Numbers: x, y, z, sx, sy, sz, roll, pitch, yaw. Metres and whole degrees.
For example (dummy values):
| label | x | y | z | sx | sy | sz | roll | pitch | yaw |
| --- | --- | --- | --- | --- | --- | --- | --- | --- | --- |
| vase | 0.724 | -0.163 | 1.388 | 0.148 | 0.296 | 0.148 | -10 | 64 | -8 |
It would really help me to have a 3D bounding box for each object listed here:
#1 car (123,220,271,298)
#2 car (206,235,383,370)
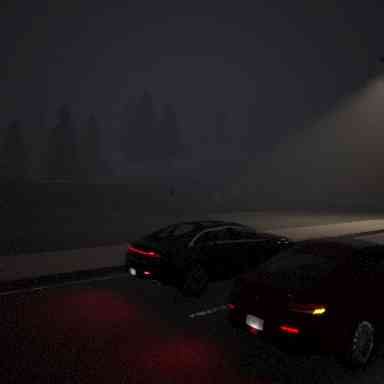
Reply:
| label | x | y | z | sx | sy | sz | roll | pitch | yaw |
| --- | --- | --- | --- | --- | --- | --- | --- | --- | --- |
| car | 0.694 | 1.491 | 8.540 | 4.902 | 1.511 | 2.128 | 0 | 0 | -36 |
| car | 2.686 | 1.526 | 5.662 | 4.674 | 1.442 | 1.812 | 0 | 0 | -35 |
